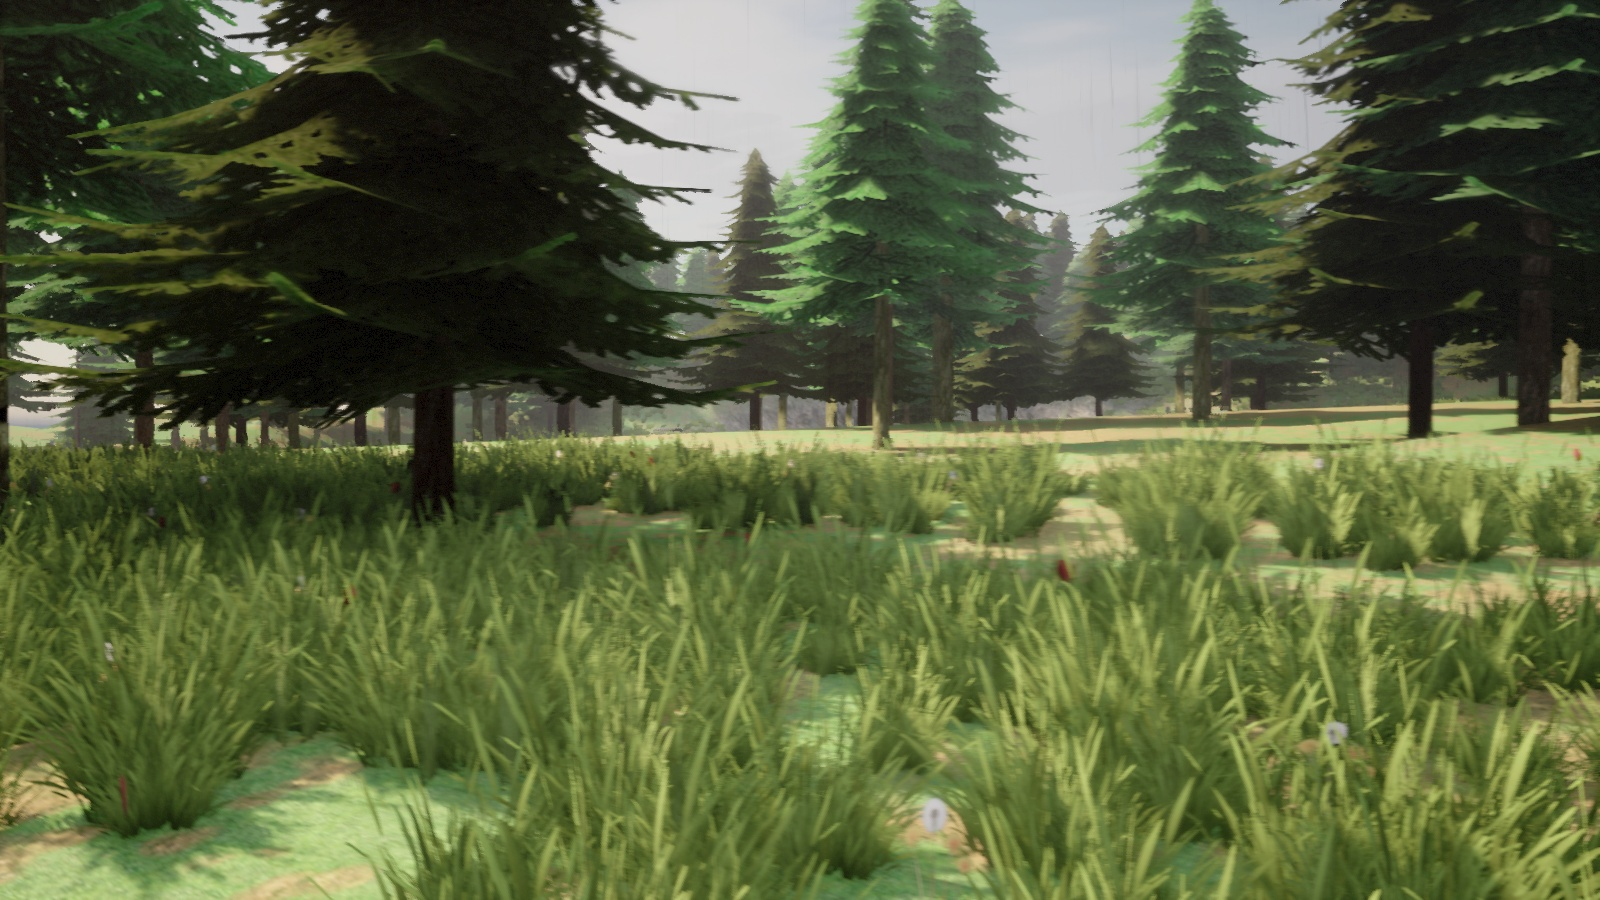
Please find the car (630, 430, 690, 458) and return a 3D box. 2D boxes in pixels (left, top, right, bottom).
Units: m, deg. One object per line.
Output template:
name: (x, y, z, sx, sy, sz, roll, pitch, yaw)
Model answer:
car: (-9.857, -0.449, 88.501, 3.866, 1.878, 1.905, -1, 1, -44)
